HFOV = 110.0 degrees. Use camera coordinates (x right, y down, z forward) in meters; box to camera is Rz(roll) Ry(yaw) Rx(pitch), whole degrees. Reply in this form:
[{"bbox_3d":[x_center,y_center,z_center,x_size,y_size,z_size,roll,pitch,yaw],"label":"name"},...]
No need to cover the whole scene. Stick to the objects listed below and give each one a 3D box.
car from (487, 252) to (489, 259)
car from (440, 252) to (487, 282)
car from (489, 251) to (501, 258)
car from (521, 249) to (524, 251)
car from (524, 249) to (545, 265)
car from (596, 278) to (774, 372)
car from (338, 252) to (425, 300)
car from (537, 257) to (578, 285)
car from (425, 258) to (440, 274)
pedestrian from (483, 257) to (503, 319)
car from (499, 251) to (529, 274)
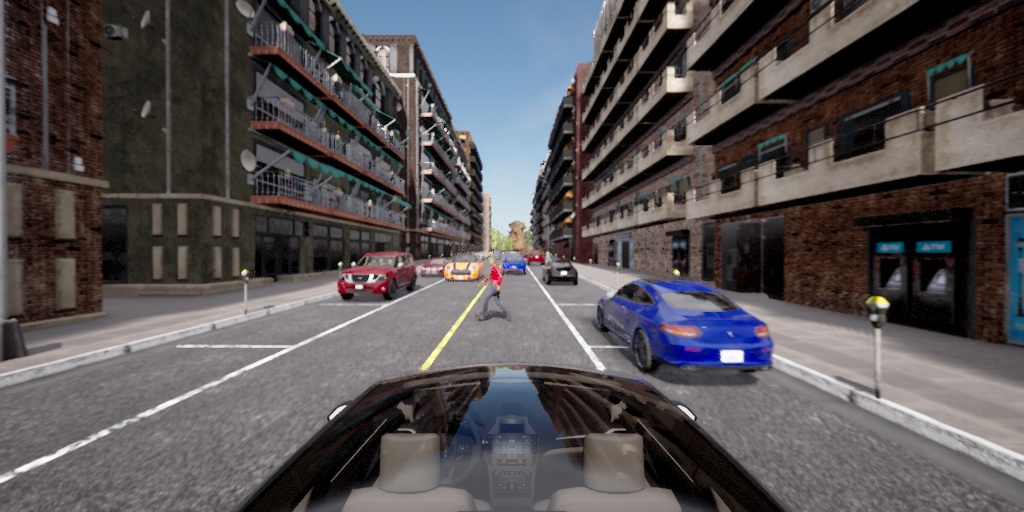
[{"bbox_3d":[-5.448,0.057,60.260,2.007,1.370,4.403,0,0,0],"label":"car"},{"bbox_3d":[-3.005,0.642,23.258,2.097,1.767,4.553,0,1,0],"label":"car"},{"bbox_3d":[-2.739,-0.261,64.950,1.812,1.442,4.674,0,1,0],"label":"car"},{"bbox_3d":[2.933,-0.175,60.192,2.192,1.841,5.009,0,0,0],"label":"car"},{"bbox_3d":[2.863,0.177,43.493,2.192,1.841,5.009,0,0,0],"label":"car"},{"bbox_3d":[3.023,1.159,7.211,1.812,1.442,4.674,0,1,0],"label":"car"},{"bbox_3d":[-5.632,0.764,15.727,2.192,1.841,5.009,0,0,0],"label":"car"},{"bbox_3d":[2.772,0.900,21.226,1.948,1.339,4.313,0,0,0],"label":"car"},{"bbox_3d":[-5.586,0.795,26.861,1.802,1.307,4.207,0,0,0],"label":"car"},{"bbox_3d":[-0.534,0.867,9.883,0.375,1.860,0.375,1,0,-3],"label":"pedestrian"},{"bbox_3d":[0.188,0.633,29.609,1.882,1.535,5.008,0,1,1],"label":"car"}]
